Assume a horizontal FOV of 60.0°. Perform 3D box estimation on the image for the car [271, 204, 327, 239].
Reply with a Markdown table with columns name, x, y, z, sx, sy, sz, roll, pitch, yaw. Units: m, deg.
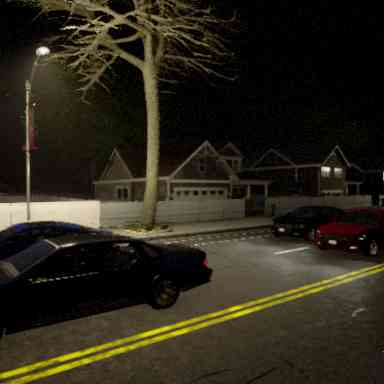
| name | x | y | z | sx | sy | sz | roll | pitch | yaw |
| --- | --- | --- | --- | --- | --- | --- | --- | --- | --- |
| car | 5.938 | 1.383 | 16.127 | 5.008 | 1.535 | 1.882 | 0 | 0 | -37 |

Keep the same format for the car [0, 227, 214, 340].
| name | x | y | z | sx | sy | sz | roll | pitch | yaw |
| --- | --- | --- | --- | --- | --- | --- | --- | --- | --- |
| car | -2.106 | 1.539 | 6.219 | 5.357 | 1.411 | 2.033 | 0 | 0 | -36 |

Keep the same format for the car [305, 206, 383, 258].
| name | x | y | z | sx | sy | sz | roll | pitch | yaw |
| --- | --- | --- | --- | --- | --- | --- | --- | --- | --- |
| car | 6.730 | 1.391 | 12.670 | 5.008 | 1.535 | 1.882 | -1 | 0 | -37 |

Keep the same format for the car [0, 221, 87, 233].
| name | x | y | z | sx | sy | sz | roll | pitch | yaw |
| --- | --- | --- | --- | --- | --- | --- | --- | --- | --- |
| car | -4.264 | 1.521 | 8.679 | 4.674 | 1.442 | 1.812 | 0 | 0 | -36 |
